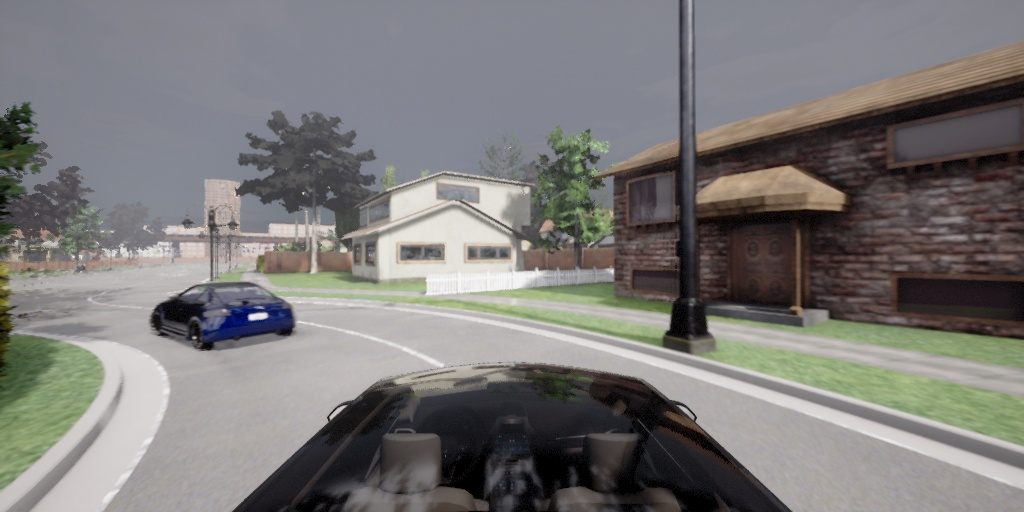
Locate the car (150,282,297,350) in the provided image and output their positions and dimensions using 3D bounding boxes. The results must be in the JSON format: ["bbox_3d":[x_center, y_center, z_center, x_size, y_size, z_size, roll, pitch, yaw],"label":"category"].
[{"bbox_3d":[-7.495,1.362,9.291,4.181,1.385,1.994,0,0,33],"label":"car"}]
